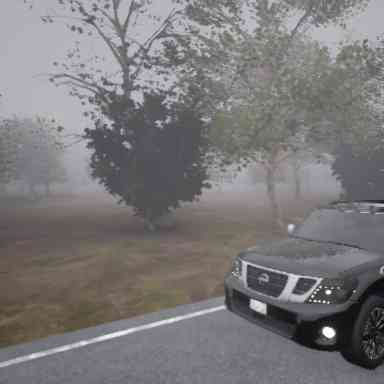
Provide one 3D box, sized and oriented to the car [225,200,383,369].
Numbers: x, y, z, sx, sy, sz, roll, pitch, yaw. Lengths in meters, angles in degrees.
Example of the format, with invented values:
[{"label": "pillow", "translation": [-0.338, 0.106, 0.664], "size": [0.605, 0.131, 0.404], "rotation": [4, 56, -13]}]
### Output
[{"label": "car", "translation": [3.221, 1.189, 5.999], "size": [5.566, 2.045, 2.150], "rotation": [0, 0, -33]}]
